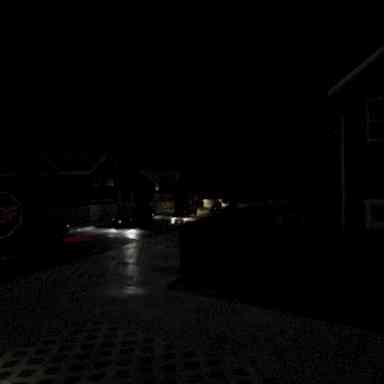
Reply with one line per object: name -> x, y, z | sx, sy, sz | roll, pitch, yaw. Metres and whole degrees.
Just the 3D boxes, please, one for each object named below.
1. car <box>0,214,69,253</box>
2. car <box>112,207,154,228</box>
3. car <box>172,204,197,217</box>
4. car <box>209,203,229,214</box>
car -> -7.699, 1.772, 15.274 | 2.128, 1.511, 4.902 | 0, -1, 15
car -> -4.604, 1.951, 26.494 | 1.837, 1.490, 4.892 | 0, -1, 15
car -> -0.844, 2.114, 39.949 | 1.882, 1.535, 5.008 | 0, -1, 16
car -> 3.680, 2.246, 45.478 | 2.033, 1.411, 5.357 | 0, -1, 16
